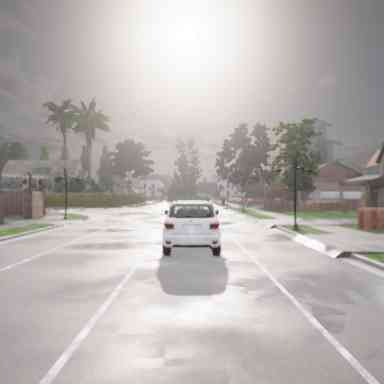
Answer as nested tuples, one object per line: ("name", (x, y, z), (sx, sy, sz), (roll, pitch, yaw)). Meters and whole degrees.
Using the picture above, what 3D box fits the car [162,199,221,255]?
("car", (-0.012, 1.356, 14.020), (2.150, 2.045, 5.566), (0, 0, 0))

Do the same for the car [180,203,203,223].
("car", (-0.024, 1.800, 29.300), (1.837, 1.490, 4.892), (0, 0, 0))
